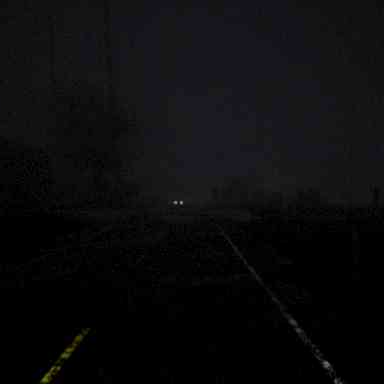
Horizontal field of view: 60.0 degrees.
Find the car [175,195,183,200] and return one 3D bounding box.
[{"bbox_3d":[-3.481,1.429,89.016,1.812,1.442,4.674,0,0,0],"label":"car"}]
